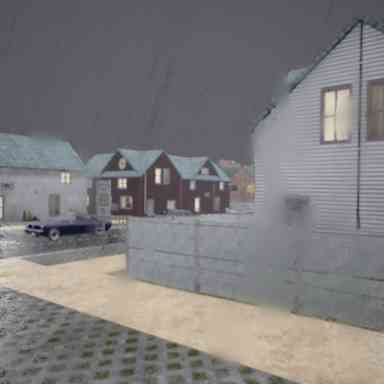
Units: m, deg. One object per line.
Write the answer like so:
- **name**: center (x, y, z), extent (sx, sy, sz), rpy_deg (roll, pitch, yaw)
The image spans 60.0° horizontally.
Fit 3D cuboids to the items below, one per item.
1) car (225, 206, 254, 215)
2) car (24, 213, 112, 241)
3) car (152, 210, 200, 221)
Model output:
- **car**: center (5.310, 2.289, 36.000), extent (1.837, 1.490, 4.892), rpy_deg (1, 0, 37)
- **car**: center (-7.048, 1.930, 19.237), extent (1.895, 1.301, 4.718), rpy_deg (1, 0, 36)
- **car**: center (-1.194, 2.144, 27.202), extent (1.895, 1.301, 4.718), rpy_deg (1, -1, 36)
